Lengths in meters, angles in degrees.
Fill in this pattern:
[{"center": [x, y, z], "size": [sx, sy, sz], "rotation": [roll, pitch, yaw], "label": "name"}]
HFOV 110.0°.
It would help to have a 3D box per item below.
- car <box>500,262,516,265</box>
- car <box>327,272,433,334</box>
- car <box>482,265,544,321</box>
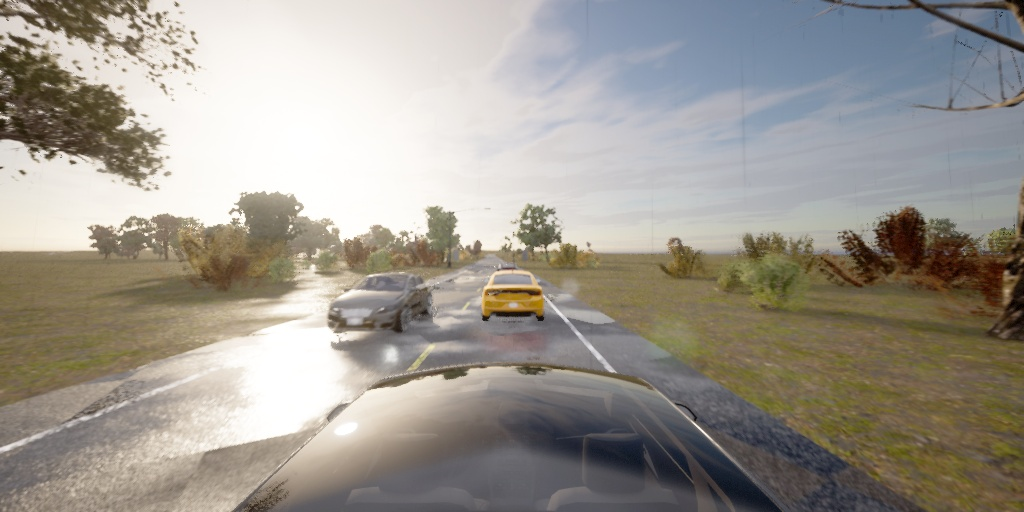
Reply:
[{"center": [-0.380, 1.291, 30.800], "size": [2.128, 1.511, 4.902], "rotation": [0, 0, -2], "label": "car"}, {"center": [-3.668, 1.261, 10.770], "size": [2.128, 1.511, 4.902], "rotation": [0, 0, -1], "label": "car"}, {"center": [0.011, 1.249, 12.650], "size": [1.882, 1.535, 5.008], "rotation": [0, 0, -1], "label": "car"}]
